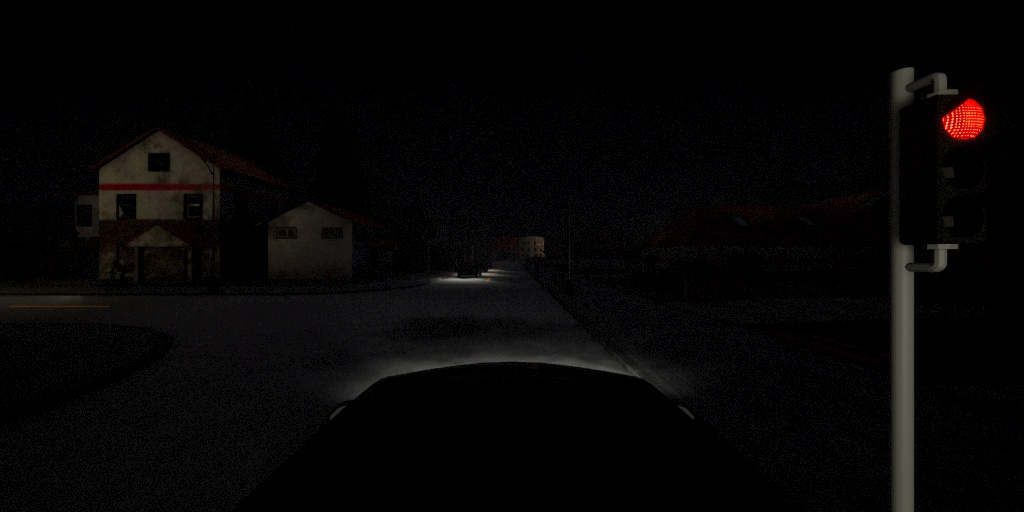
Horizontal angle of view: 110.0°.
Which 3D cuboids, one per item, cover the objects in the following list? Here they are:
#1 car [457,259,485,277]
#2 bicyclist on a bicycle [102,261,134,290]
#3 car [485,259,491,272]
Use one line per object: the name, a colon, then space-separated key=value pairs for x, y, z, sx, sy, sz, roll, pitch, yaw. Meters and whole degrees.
car: x=-4.115 y=1.227 z=35.314 sx=1.882 sy=1.535 sz=5.008 roll=0 pitch=0 yaw=2
bicyclist on a bicycle: x=-22.540 y=1.099 z=20.531 sx=0.582 sy=1.620 sz=1.656 roll=0 pitch=0 yaw=0
car: x=-4.094 y=1.227 z=44.968 sx=1.882 sy=1.535 sz=5.008 roll=0 pitch=0 yaw=0
